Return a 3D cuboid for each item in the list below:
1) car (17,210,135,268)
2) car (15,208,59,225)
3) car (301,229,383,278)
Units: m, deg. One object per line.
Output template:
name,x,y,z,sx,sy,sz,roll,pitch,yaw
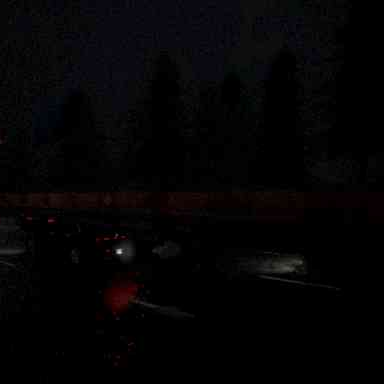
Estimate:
car,-4.101,1.602,11.819,4.892,1.490,1.837,-1,0,39
car,-9.441,1.731,21.239,5.357,1.411,2.033,-1,-1,44
car,5.710,1.578,8.549,5.357,1.411,2.033,-1,0,36
